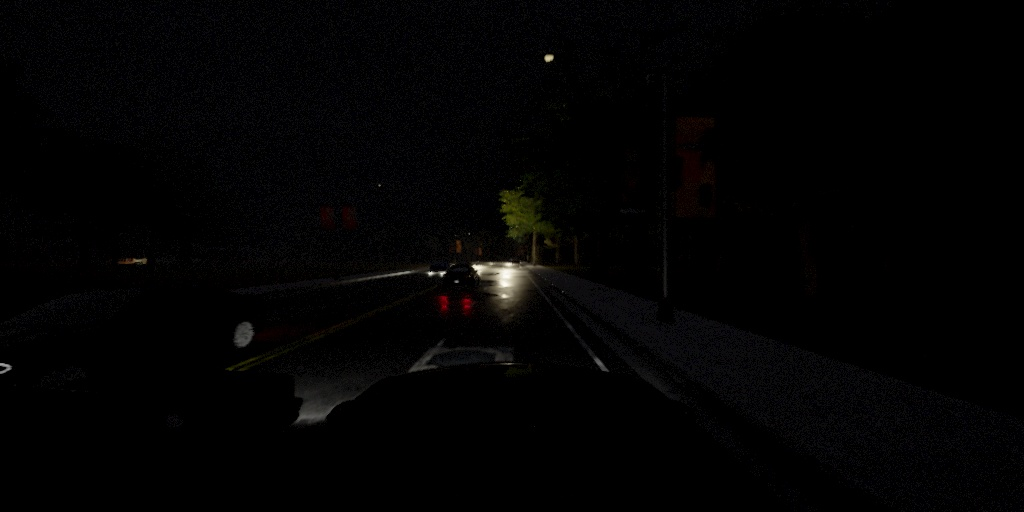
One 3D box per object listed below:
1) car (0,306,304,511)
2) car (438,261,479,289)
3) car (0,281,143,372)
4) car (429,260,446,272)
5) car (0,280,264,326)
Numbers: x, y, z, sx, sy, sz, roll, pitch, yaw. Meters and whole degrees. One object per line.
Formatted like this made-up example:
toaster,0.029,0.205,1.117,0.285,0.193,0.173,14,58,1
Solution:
car,-3.150,1.298,1.351,2.033,1.411,5.357,0,0,0
car,-3.157,1.272,22.686,1.812,1.442,4.674,0,0,0
car,-9.850,1.296,5.909,2.033,1.411,5.357,0,0,0
car,-9.802,1.270,48.393,1.882,1.535,5.008,0,-1,0
car,-6.597,1.226,6.130,1.882,1.535,5.008,0,0,0
